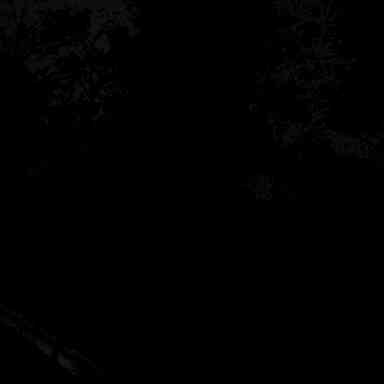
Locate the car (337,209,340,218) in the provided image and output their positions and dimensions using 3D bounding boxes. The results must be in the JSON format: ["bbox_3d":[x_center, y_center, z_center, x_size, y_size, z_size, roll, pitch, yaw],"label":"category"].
[{"bbox_3d":[17.589,2.458,39.537,2.435,2.045,5.566,1,0,42],"label":"car"}]
